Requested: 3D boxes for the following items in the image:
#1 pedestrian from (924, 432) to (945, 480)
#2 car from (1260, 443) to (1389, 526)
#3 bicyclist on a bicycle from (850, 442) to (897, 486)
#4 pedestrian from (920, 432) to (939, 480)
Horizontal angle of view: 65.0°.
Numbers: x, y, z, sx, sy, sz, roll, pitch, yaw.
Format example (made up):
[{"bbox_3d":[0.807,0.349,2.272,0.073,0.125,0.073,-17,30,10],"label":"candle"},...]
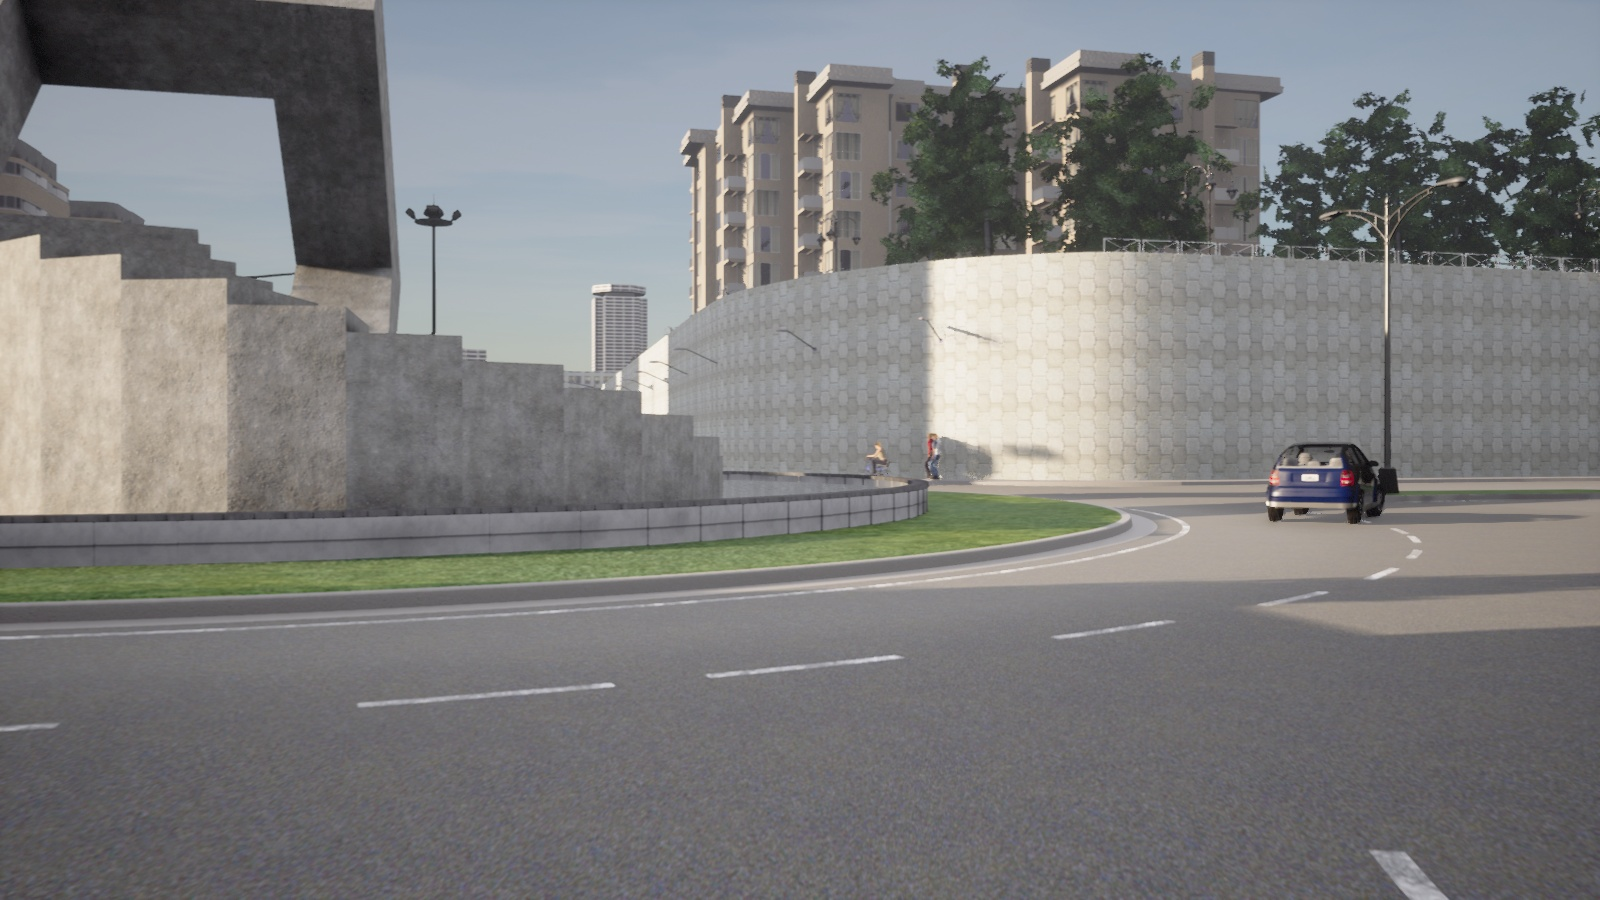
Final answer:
[{"bbox_3d":[5.150,0.215,47.967,0.706,1.836,0.354,0,0,34],"label":"pedestrian"},{"bbox_3d":[10.637,0.635,25.322,1.789,1.549,3.705,0,0,33],"label":"car"},{"bbox_3d":[2.719,0.501,46.338,1.509,1.612,0.866,0,0,33],"label":"bicyclist on a bicycle"},{"bbox_3d":[5.015,0.213,48.593,0.636,1.846,0.331,0,0,37],"label":"pedestrian"}]
